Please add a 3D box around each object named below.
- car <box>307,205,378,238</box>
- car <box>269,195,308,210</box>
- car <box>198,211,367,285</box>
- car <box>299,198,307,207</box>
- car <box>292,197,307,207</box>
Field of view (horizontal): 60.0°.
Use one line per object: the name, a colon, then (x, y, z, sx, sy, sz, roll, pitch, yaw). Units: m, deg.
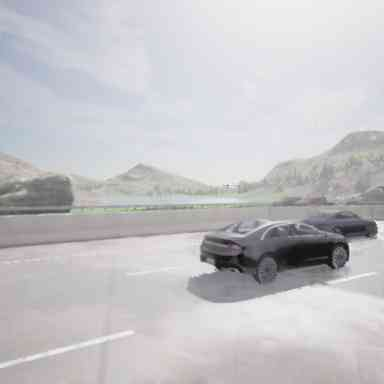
car: (7.236, 1.567, 16.467, 4.181, 1.385, 1.994, 0, 0, -31)
car: (12.430, 1.347, 43.002, 4.553, 1.767, 2.097, 0, 0, -25)
car: (2.501, 1.490, 9.489, 4.902, 1.511, 2.128, 0, 0, -33)
car: (14.376, 1.606, 36.236, 4.718, 1.301, 1.895, 0, 0, -25)
car: (14.419, 1.354, 40.067, 4.553, 1.767, 2.097, 0, 0, -25)
